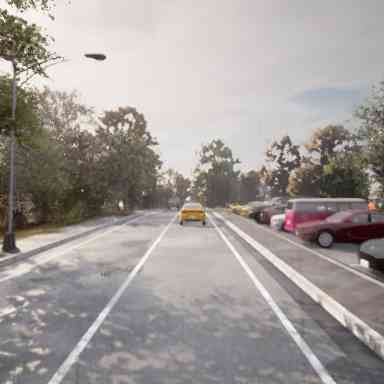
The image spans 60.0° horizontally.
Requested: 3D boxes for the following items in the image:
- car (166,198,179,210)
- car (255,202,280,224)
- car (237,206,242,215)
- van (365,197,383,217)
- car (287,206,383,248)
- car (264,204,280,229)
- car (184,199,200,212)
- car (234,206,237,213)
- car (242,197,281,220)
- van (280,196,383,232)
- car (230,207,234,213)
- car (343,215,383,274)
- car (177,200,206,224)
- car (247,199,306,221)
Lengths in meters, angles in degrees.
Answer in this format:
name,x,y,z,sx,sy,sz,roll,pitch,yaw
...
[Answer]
name,x,y,z,sx,sy,sz,roll,pitch,yaw
car,-3.277,2.102,59.241,2.150,2.045,5.566,0,-2,1
car,7.113,1.616,22.852,4.792,1.488,2.163,0,0,0
car,7.097,1.654,31.177,5.008,1.535,2.097,0,-1,0
van,20.290,1.462,33.838,4.442,1.987,1.878,0,-1,0
car,7.081,1.528,14.524,5.008,1.535,2.097,0,0,0
car,7.083,1.607,20.077,4.674,1.452,2.002,0,0,0
car,0.022,1.881,48.050,2.097,1.767,4.553,0,-2,0
car,7.098,1.690,33.949,4.892,1.521,2.231,0,-1,0
car,7.057,1.354,25.631,5.566,2.045,2.435,0,0,0
van,7.195,1.321,17.302,4.442,1.987,1.878,0,0,0
car,6.910,1.729,36.718,5.366,1.575,1.946,0,-1,0
car,7.041,1.519,8.973,4.792,1.488,2.163,0,0,0
car,0.065,1.609,26.053,1.882,1.535,5.008,0,0,0
car,7.119,1.502,28.402,4.553,1.767,2.185,0,0,0
